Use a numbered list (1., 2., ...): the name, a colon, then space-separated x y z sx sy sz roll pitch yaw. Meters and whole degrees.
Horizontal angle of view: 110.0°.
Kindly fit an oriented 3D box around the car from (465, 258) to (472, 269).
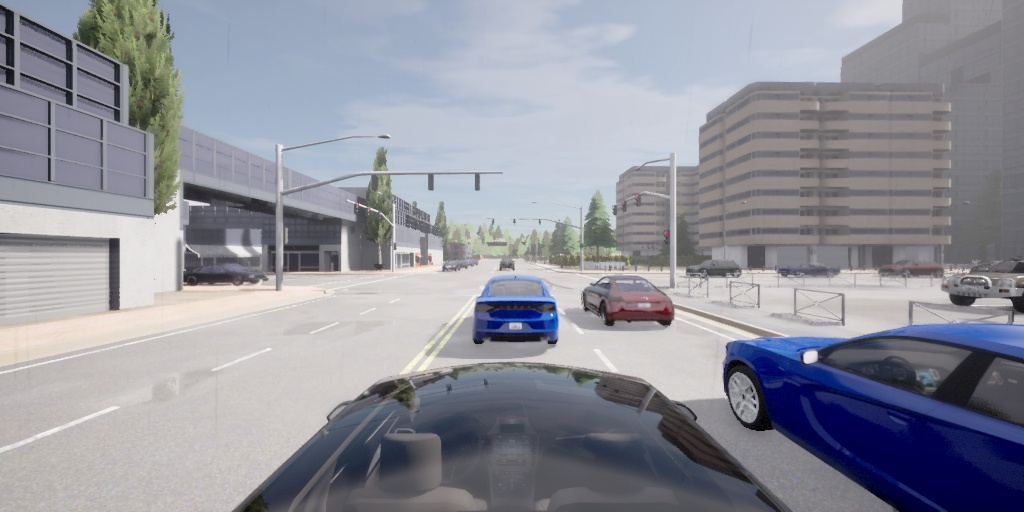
1. car: -8.008 1.314 56.746 1.994 1.385 4.181 0 0 -1

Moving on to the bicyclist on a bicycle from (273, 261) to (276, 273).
1. bicyclist on a bicycle: -25.855 1.053 39.601 0.582 1.620 1.656 0 0 -1

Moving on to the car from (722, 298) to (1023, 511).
1. car: 3.602 1.228 2.555 1.882 1.535 5.008 0 0 0

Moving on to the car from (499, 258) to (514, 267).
1. car: -0.731 1.102 52.056 2.097 1.767 4.553 0 0 -1

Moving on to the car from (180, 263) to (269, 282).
1. car: -22.442 1.297 28.165 5.357 1.411 2.033 0 0 -1

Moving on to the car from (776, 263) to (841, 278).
1. car: 27.661 1.351 33.558 4.718 1.301 1.895 0 0 -1

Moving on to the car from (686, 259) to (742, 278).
1. car: 18.674 1.102 33.369 4.553 1.767 2.097 0 0 -1

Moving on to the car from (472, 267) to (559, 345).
1. car: 0.092 1.228 9.568 1.882 1.535 5.008 0 0 0

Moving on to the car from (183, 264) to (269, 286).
1. car: -19.955 1.297 24.699 5.357 1.411 2.033 0 0 -1

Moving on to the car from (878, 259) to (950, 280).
1. car: 37.457 1.102 33.749 4.553 1.767 2.097 0 0 -1

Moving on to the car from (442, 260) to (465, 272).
1. car: -7.866 1.242 46.786 2.128 1.511 4.902 0 0 0

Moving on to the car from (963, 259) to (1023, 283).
1. car: 41.725 1.254 30.154 4.892 1.490 1.837 0 0 -1

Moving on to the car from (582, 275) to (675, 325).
1. car: 3.596 1.314 11.798 1.994 1.385 4.181 0 0 0
